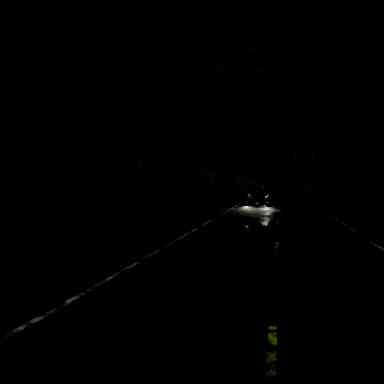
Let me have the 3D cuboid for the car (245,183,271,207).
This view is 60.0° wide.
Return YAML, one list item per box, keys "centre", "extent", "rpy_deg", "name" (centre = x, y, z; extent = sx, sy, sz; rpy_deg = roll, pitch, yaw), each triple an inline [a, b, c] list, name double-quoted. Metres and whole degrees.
- centre: [6.102, 0.319, 30.345]
  extent: [2.097, 1.767, 4.553]
  rpy_deg: [2, 2, 14]
  name: "car"
